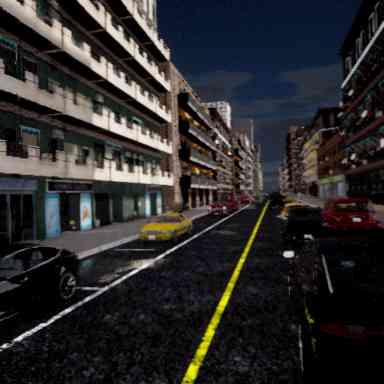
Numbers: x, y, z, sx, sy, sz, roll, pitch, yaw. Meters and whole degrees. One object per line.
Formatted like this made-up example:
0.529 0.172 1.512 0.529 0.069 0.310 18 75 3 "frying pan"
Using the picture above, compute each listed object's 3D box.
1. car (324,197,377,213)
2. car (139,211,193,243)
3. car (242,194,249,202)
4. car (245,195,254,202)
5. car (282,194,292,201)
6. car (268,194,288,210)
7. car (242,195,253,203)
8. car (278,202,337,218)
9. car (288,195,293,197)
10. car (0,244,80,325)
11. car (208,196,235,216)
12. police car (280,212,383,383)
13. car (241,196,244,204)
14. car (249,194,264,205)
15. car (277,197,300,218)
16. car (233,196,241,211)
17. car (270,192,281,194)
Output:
6.956 1.165 15.219 2.192 1.841 5.009 -2 0 14 "car"
-1.216 1.673 17.032 1.752 1.417 4.829 -2 0 14 "car"
10.784 1.334 66.495 2.192 1.841 5.009 -2 0 14 "car"
13.450 1.533 77.449 1.887 1.381 4.507 -2 0 14 "car"
21.587 1.237 75.468 1.887 1.381 4.507 -2 0 14 "car"
10.717 1.385 42.001 1.837 1.490 4.892 -2 0 14 "car"
12.116 1.444 71.971 1.967 1.590 4.097 -2 0 14 "car"
4.963 1.429 14.908 1.837 1.490 4.892 -2 0 14 "car"
18.968 1.247 64.679 1.752 1.417 4.829 -2 0 14 "car"
-3.834 1.739 6.242 1.947 1.339 4.313 -2 0 14 "car"
2.810 1.546 33.631 1.967 1.590 4.097 -2 0 14 "car"
2.561 1.369 5.307 1.930 1.638 5.238 -2 0 13 "police car"
5.473 1.659 44.585 1.802 1.307 4.206 -2 0 14 "car"
11.789 1.294 59.245 2.097 1.767 4.553 -2 0 14 "car"
6.497 1.356 20.902 1.801 1.575 5.366 -2 0 14 "car"
4.136 1.407 39.109 2.192 1.841 5.009 -2 0 14 "car"
13.726 1.068 54.533 2.150 2.045 5.566 -2 0 14 "car"
